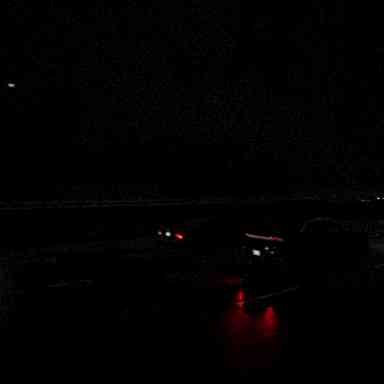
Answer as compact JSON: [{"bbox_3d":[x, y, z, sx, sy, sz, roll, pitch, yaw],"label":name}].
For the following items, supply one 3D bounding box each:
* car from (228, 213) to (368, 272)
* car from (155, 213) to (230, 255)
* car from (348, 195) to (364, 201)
[{"bbox_3d":[3.785,1.481,10.745,4.902,1.511,2.128,0,0,-36],"label":"car"},{"bbox_3d":[1.202,1.537,13.194,5.357,1.411,2.033,0,0,-35],"label":"car"},{"bbox_3d":[37.519,1.496,77.039,2.128,1.511,4.902,1,1,38],"label":"car"}]
